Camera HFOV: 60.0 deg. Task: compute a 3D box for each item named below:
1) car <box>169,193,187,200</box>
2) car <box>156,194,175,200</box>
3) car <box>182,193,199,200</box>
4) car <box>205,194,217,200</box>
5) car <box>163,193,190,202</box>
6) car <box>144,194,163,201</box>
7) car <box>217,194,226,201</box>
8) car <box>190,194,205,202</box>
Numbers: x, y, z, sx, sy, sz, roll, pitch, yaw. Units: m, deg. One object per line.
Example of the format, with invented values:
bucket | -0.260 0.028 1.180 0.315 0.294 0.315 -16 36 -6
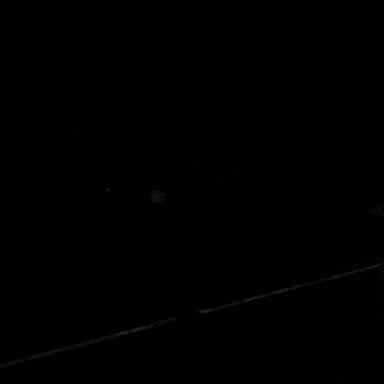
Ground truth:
car | -3.340 1.093 79.071 1.837 1.490 4.892 0 0 -35
car | -6.220 1.157 77.082 2.033 1.411 5.357 0 0 -35
car | -0.460 1.096 81.060 1.812 1.442 4.674 0 0 -35
car | 2.482 1.259 70.644 1.895 1.301 4.718 0 0 -35
car | -3.194 1.199 66.543 2.128 1.511 4.902 0 0 -35
car | -9.100 1.167 75.094 2.128 1.511 4.902 0 0 -35
car | 5.377 1.168 72.609 2.128 1.511 4.902 0 0 -35
car | -0.272 1.233 68.472 2.033 1.411 5.357 0 0 -35
